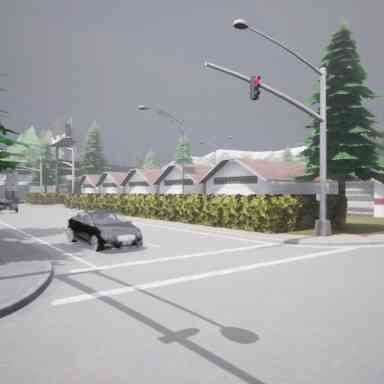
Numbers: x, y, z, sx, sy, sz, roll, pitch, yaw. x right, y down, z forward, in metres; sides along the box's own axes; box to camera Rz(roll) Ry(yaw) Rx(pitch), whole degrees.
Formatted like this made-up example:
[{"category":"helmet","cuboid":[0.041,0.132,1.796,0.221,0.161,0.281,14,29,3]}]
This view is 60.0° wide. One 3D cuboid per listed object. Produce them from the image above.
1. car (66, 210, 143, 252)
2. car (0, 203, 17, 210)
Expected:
[{"category":"car","cuboid":[-3.839,1.560,14.120,2.128,1.511,4.902,0,1,-37]},{"category":"car","cuboid":[-19.512,1.406,34.778,1.994,1.385,4.181,0,0,-37]}]
